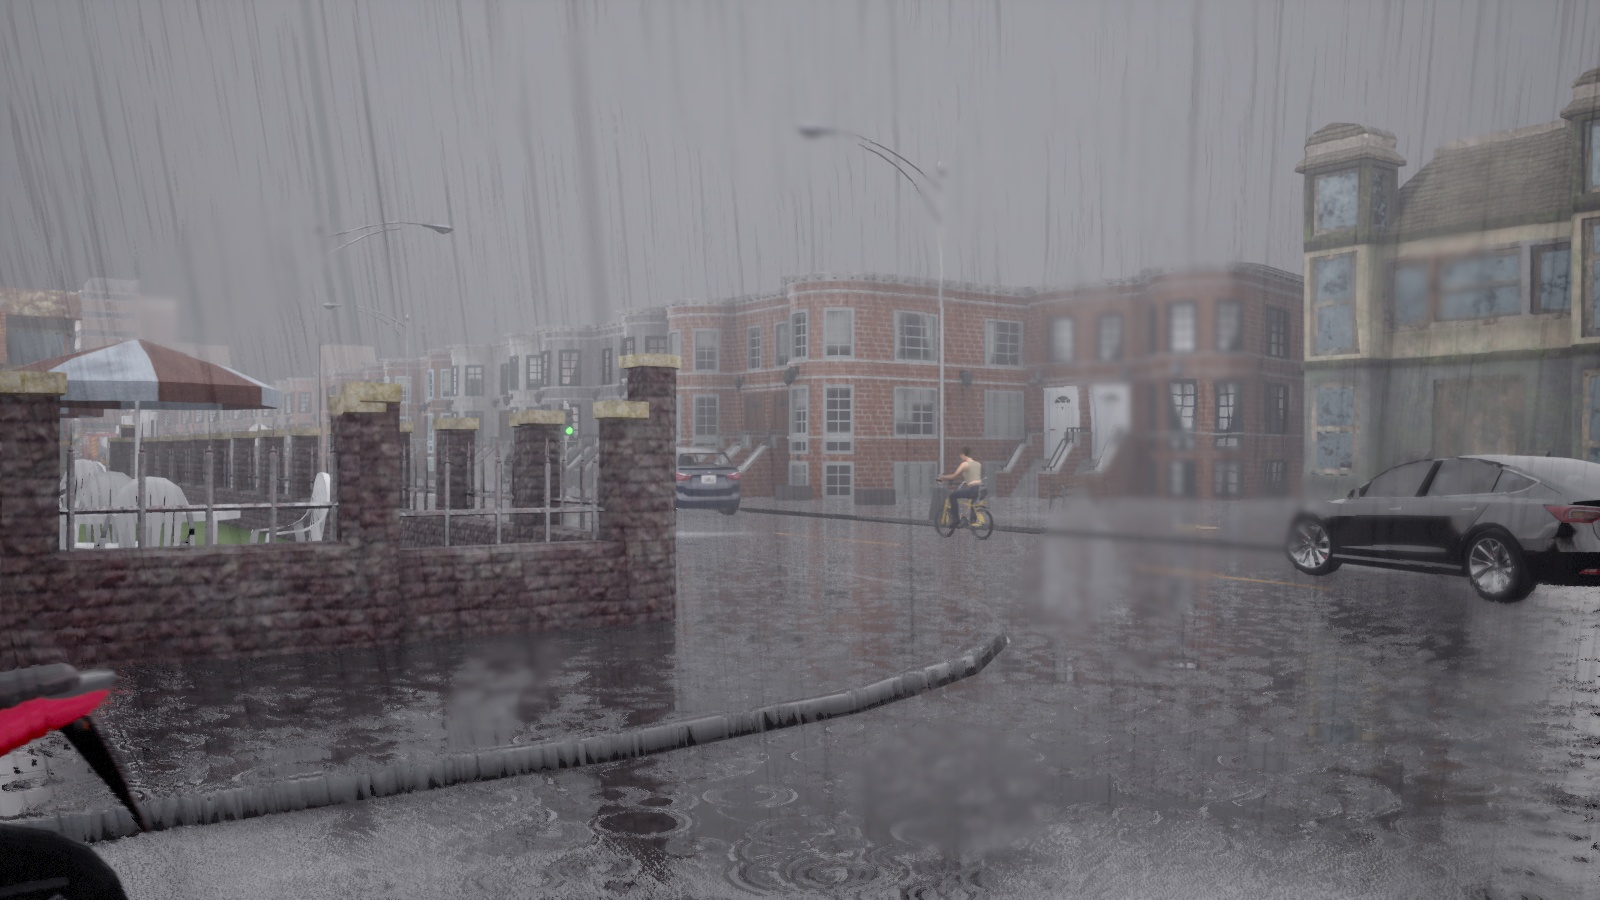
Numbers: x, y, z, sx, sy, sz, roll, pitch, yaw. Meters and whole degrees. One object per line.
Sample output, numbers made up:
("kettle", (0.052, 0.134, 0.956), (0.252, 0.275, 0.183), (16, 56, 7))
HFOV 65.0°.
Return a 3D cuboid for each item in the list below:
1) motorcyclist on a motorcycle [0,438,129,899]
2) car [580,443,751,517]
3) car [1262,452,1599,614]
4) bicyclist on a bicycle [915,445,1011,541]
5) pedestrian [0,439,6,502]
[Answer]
("motorcyclist on a motorcycle", (-2.512, 0.738, 2.456), (2.044, 1.523, 0.797), (0, 0, -34))
("car", (-3.381, 0.673, 30.843), (2.242, 1.667, 4.611), (0, 0, -35))
("car", (7.538, 0.765, 14.086), (2.163, 1.488, 4.792), (0, 0, -12))
("bicyclist on a bicycle", (2.827, 0.730, 21.884), (0.866, 1.612, 1.509), (0, -1, -35))
("pedestrian", (-23.366, 0.593, 36.399), (0.614, 1.847, 0.353), (0, 0, -33))
